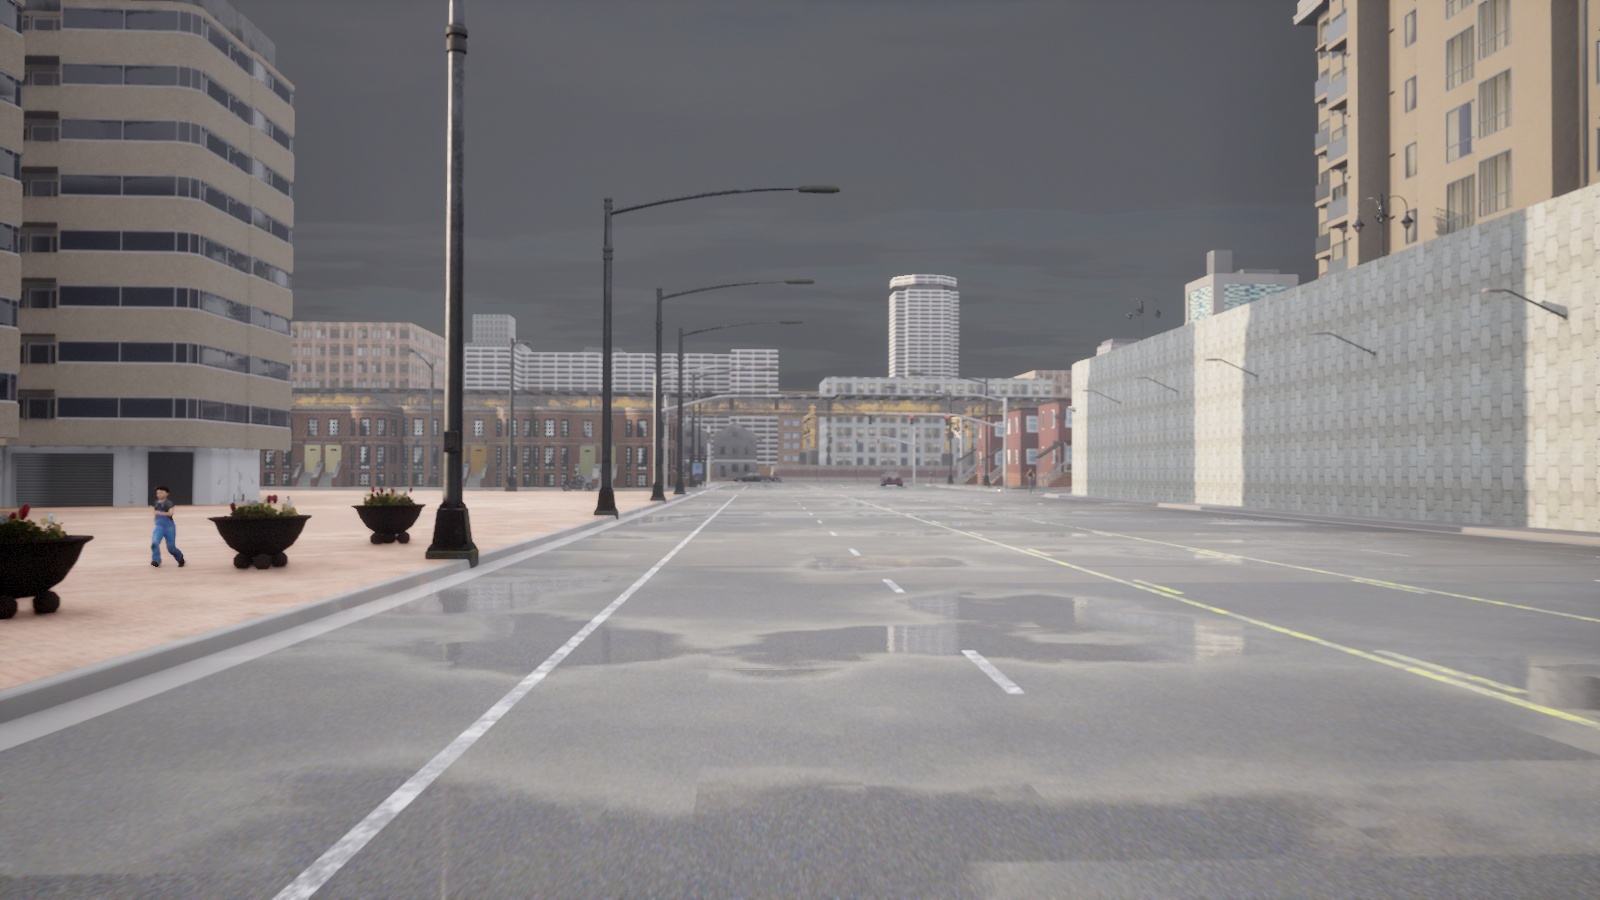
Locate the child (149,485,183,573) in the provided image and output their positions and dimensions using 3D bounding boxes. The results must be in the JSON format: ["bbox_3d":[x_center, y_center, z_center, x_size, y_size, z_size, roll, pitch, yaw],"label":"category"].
[{"bbox_3d":[-9.159,1.133,18.147,0.270,1.263,0.437,0,-1,0],"label":"child"}]

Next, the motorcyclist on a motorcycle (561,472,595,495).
[{"bbox_3d":[-16.379,2.486,92.778,2.350,1.649,0.766,-1,-1,-2],"label":"motorcyclist on a motorcycle"}]
